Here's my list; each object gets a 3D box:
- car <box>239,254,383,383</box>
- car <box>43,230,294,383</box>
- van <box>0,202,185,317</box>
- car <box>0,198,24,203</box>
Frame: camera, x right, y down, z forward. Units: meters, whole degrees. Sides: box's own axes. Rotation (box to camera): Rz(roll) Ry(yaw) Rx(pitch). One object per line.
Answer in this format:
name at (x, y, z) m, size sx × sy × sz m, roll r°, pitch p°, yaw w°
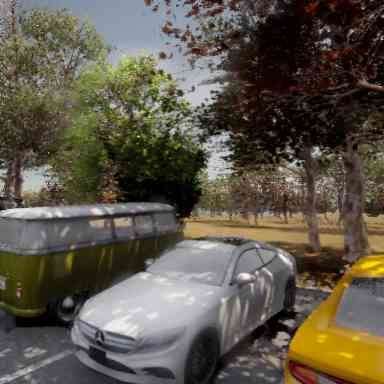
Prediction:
car at (2.669, 1.480, 3.851) m, size 2.097 × 1.535 × 5.008 m, roll 0°, pitch 0°, yaw 36°
car at (0.317, 1.523, 5.539) m, size 2.002 × 1.452 × 4.674 m, roll 0°, pitch 0°, yaw 36°
van at (-1.873, 1.260, 7.241) m, size 1.878 × 1.987 × 4.442 m, roll 0°, pitch 0°, yaw 36°
car at (-8.722, 1.242, 11.949) m, size 2.435 × 2.045 × 5.566 m, roll 0°, pitch 0°, yaw 36°
